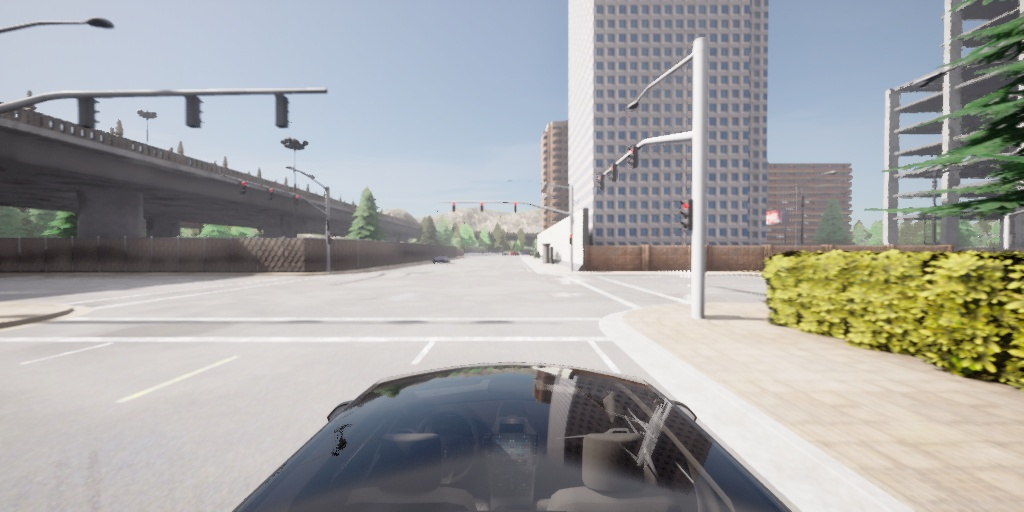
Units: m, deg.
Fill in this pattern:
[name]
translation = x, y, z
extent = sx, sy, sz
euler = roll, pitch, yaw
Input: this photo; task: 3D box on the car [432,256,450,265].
[car]
translation = -10.504, 0.587, 53.405
extent = 1.895, 1.301, 4.718
euler = 0, 1, 0
